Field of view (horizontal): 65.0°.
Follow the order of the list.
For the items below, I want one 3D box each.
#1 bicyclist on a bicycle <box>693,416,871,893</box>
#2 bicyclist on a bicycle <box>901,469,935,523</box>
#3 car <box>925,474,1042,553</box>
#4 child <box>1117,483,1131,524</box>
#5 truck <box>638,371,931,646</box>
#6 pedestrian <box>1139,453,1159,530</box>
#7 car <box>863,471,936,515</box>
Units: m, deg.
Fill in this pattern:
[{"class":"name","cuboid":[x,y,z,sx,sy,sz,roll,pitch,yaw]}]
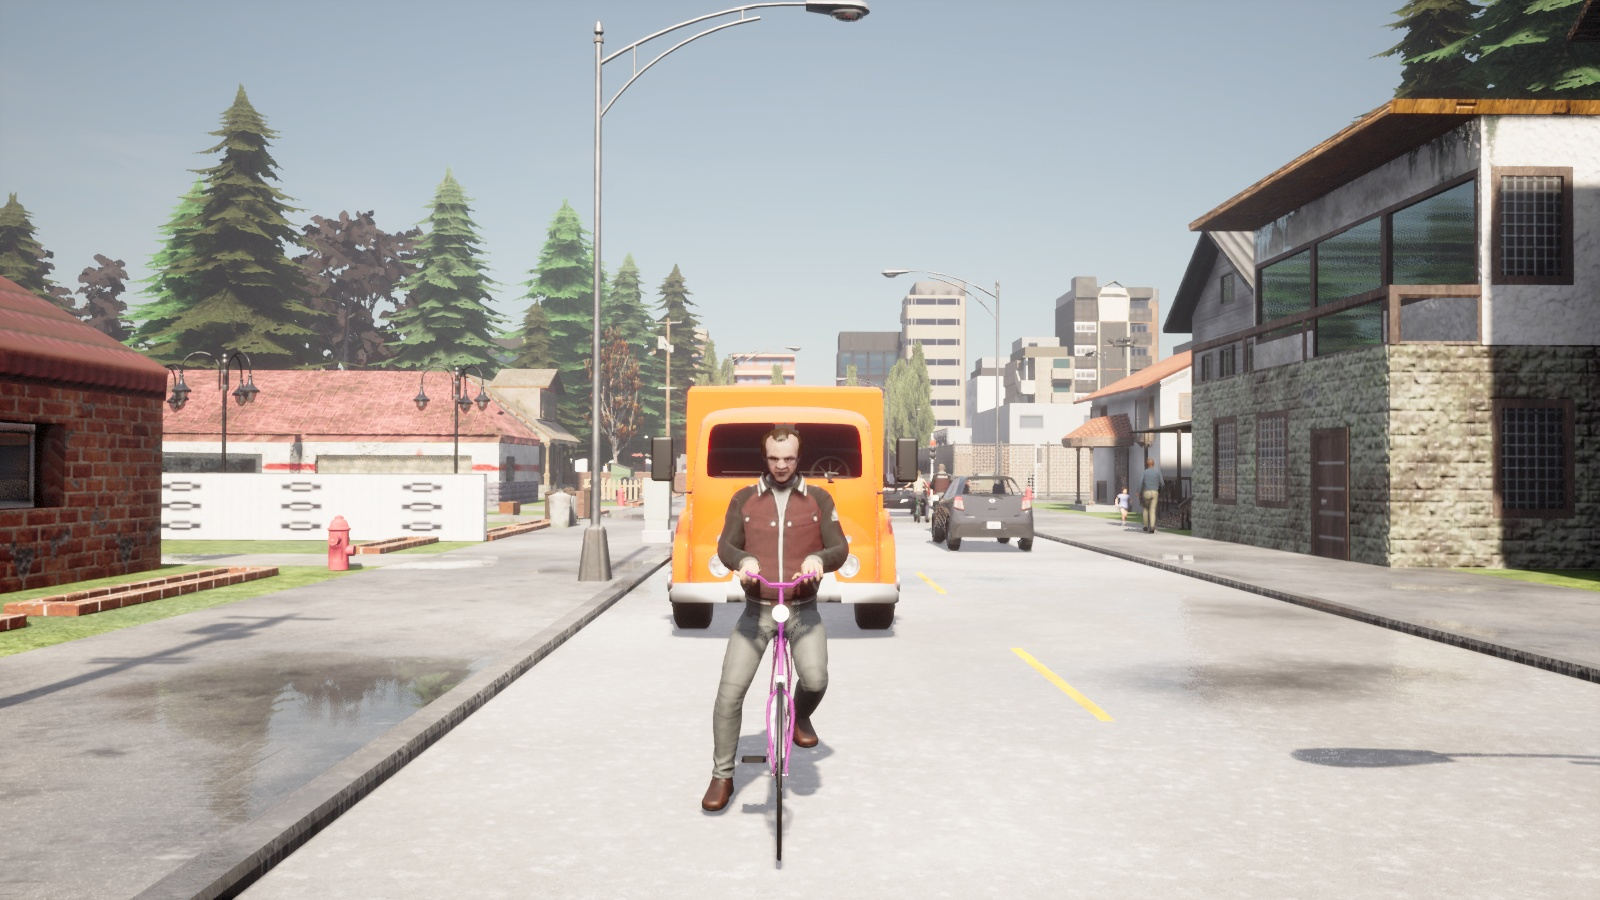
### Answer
[{"class":"bicyclist on a bicycle","cuboid":[-0.079,0.780,5.614,0.659,1.776,1.843,0,-1,-1]},{"class":"bicyclist on a bicycle","cuboid":[3.580,1.378,38.293,0.866,1.612,1.509,0,-1,-1]},{"class":"car","cuboid":[3.710,1.249,25.968,1.845,1.501,3.633,0,-1,-1]},{"class":"child","cuboid":[8.757,1.437,33.906,0.255,1.110,0.394,0,-1,-3]},{"class":"truck","cuboid":[-0.168,0.558,13.924,2.627,2.467,5.204,0,-1,-1]},{"class":"pedestrian","cuboid":[8.443,0.999,30.353,0.370,1.835,0.726,0,-1,9]},{"class":"car","cuboid":[3.519,1.516,45.323,2.128,1.511,4.902,0,-1,-1]}]
